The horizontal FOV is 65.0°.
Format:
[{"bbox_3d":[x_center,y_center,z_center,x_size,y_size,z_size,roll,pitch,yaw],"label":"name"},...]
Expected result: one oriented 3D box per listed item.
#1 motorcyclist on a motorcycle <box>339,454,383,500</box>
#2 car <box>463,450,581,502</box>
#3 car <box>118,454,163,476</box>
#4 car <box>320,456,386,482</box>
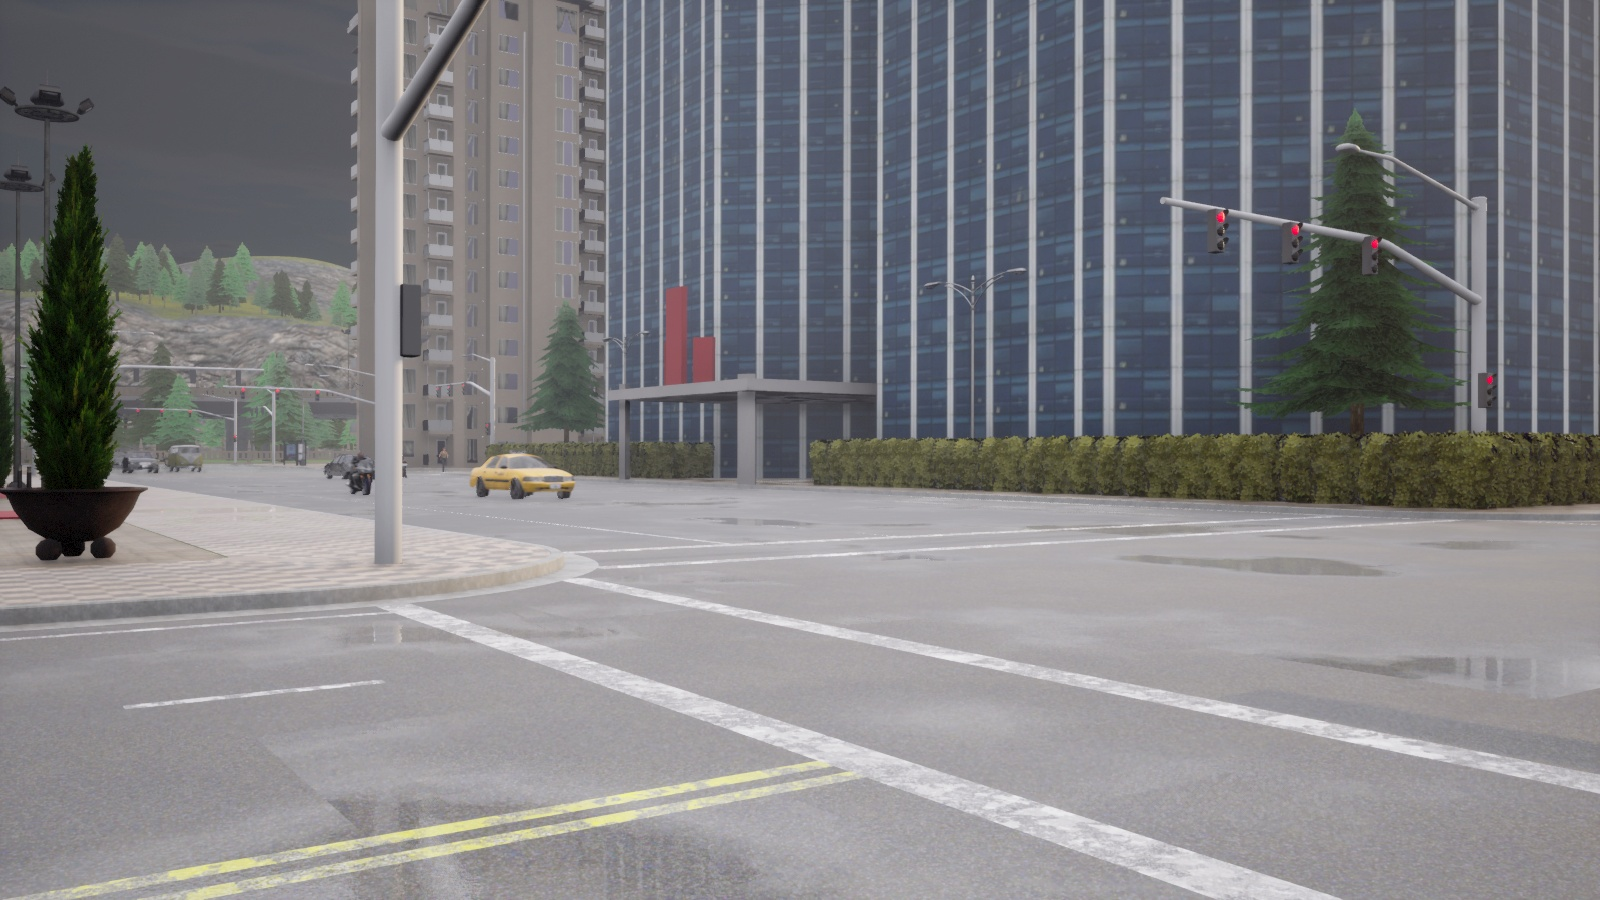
[{"bbox_3d":[-15.246,0.919,43.555,0.866,1.530,2.191,0,0,-35],"label":"motorcyclist on a motorcycle"},{"bbox_3d":[-9.153,0.803,40.990,1.801,1.575,5.366,0,0,-35],"label":"car"},{"bbox_3d":[-45.137,1.007,85.921,2.128,1.511,4.902,0,0,-35],"label":"car"},{"bbox_3d":[-24.587,1.013,68.936,2.033,1.411,5.357,0,0,-35],"label":"car"}]
